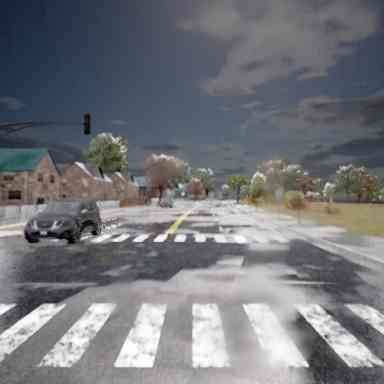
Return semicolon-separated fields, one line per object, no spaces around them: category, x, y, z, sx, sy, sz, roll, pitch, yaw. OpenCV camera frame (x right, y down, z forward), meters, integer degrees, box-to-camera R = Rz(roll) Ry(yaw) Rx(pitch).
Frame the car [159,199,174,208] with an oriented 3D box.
car;-4.468;1.953;59.230;2.097;1.767;4.553;0;-1;4

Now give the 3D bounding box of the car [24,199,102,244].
car;-6.304;1.417;17.018;2.150;2.045;5.566;0;0;1
